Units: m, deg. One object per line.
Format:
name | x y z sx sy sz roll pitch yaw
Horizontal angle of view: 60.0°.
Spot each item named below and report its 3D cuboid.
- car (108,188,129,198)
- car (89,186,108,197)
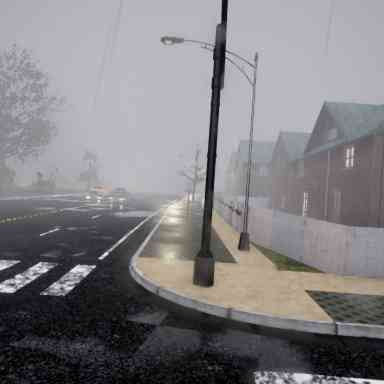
car | -10.726 0.090 49.963 1.812 1.442 4.674 4 1 1
car | -13.964 -0.179 50.058 1.882 1.535 5.008 4 1 1
